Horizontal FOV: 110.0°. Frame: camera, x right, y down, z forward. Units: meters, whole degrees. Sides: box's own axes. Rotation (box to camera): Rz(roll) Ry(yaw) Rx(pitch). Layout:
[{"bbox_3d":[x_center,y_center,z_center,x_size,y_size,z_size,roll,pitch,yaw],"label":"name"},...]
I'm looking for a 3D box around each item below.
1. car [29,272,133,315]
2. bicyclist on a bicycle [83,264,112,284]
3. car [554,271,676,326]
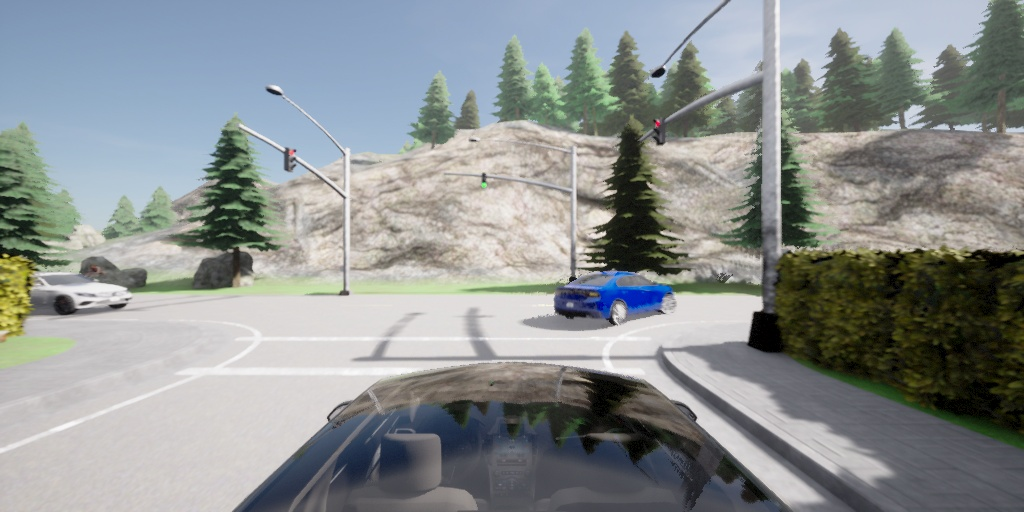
[{"bbox_3d":[-16.798,1.307,13.106,4.674,1.442,1.812,0,0,1],"label":"car"},{"bbox_3d":[-23.548,1.255,20.270,0.582,1.620,1.656,0,0,1],"label":"bicyclist on a bicycle"},{"bbox_3d":[3.555,1.257,11.965,5.008,1.535,1.882,0,-2,-41],"label":"car"}]
